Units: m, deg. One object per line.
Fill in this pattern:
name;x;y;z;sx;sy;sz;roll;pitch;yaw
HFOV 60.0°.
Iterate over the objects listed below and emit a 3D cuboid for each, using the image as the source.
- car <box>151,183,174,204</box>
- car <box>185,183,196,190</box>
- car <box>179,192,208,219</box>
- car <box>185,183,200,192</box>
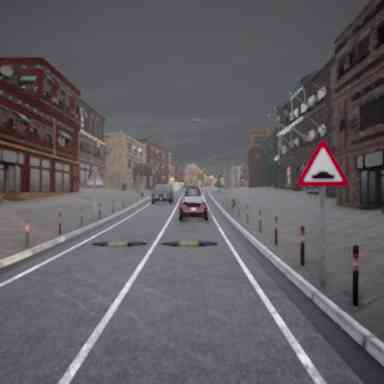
car;-3.084;0.149;35.975;2.150;2.045;5.566;0;4;0
car;-0.279;-1.300;77.413;1.812;1.442;4.674;0;1;8
car;0.099;1.036;23.696;2.163;1.488;4.792;0;2;0
car;0.117;0.053;41.452;2.033;1.649;4.856;0;3;0
